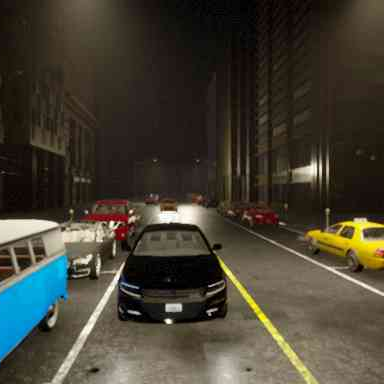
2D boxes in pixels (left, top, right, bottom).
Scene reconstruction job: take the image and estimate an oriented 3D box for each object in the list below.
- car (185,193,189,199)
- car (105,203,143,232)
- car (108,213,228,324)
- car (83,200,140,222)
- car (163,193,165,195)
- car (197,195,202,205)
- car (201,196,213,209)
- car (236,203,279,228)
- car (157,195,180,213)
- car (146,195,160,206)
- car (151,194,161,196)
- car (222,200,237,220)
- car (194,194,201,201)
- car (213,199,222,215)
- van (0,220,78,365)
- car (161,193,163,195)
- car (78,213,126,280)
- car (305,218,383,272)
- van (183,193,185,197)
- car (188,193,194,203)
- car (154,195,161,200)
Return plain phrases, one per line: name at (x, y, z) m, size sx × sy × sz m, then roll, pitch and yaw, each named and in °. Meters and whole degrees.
car at (0.172, 1.479, 77.638) m, size 2.008 × 1.369 × 4.403 m, roll 0°, pitch 0°, yaw -4°
car at (-4.122, 1.501, 20.789) m, size 1.752 × 1.417 × 4.829 m, roll 0°, pitch 0°, yaw -4°
car at (-0.456, 1.468, 7.504) m, size 1.882 × 1.535 × 5.008 m, roll 0°, pitch 0°, yaw -4°
car at (-3.716, 1.298, 15.355) m, size 2.192 × 1.841 × 5.009 m, roll 0°, pitch 0°, yaw -4°
car at (-9.587, 1.242, 93.793) m, size 2.192 × 1.841 × 5.009 m, roll 0°, pitch 0°, yaw -4°
car at (2.269, 1.490, 49.623) m, size 1.887 × 1.381 × 4.507 m, roll 0°, pitch 0°, yaw -4°
car at (2.688, 1.515, 44.020) m, size 1.947 × 1.339 × 4.313 m, roll 0°, pitch 0°, yaw -4°
car at (4.366, 1.551, 21.607) m, size 1.802 × 1.307 × 4.206 m, roll 0°, pitch 0°, yaw -4°
car at (-2.470, 1.437, 35.731) m, size 1.882 × 1.535 × 5.008 m, roll 0°, pitch 0°, yaw -4°
car at (-6.651, 1.530, 54.574) m, size 1.802 × 1.307 × 4.206 m, roll 0°, pitch 0°, yaw -4°
car at (-7.070, 1.510, 60.177) m, size 1.947 × 1.339 × 4.313 m, roll 0°, pitch 0°, yaw -4°
car at (3.946, 1.545, 27.210) m, size 1.802 × 1.307 × 4.206 m, roll 0°, pitch 0°, yaw -4°
car at (1.849, 1.382, 55.226) m, size 1.967 × 1.590 × 4.097 m, roll 0°, pitch 0°, yaw -4°
car at (3.514, 1.482, 32.983) m, size 1.752 × 1.417 × 4.829 m, roll 0°, pitch 0°, yaw -4°
van at (-2.877, 1.338, 4.150) m, size 1.690 × 1.788 × 3.998 m, roll 0°, pitch 0°, yaw -4°
car at (-8.328, 1.500, 76.985) m, size 1.947 × 1.339 × 4.313 m, roll 0°, pitch 0°, yaw -4°
car at (-3.296, 1.540, 9.753) m, size 2.008 × 1.369 × 4.403 m, roll 0°, pitch 0°, yaw -4°
car at (5.192, 1.508, 10.570) m, size 1.752 × 1.417 × 4.829 m, roll 0°, pitch 0°, yaw -4°
van at (-0.667, 1.264, 88.844) m, size 1.690 × 1.788 × 3.998 m, roll 0°, pitch 0°, yaw -4°
car at (1.010, 1.250, 66.432) m, size 2.192 × 1.841 × 5.009 m, roll 0°, pitch 0°, yaw -4°
car at (-9.167, 1.511, 88.191) m, size 1.802 × 1.307 × 4.206 m, roll 0°, pitch 0°, yaw -4°
